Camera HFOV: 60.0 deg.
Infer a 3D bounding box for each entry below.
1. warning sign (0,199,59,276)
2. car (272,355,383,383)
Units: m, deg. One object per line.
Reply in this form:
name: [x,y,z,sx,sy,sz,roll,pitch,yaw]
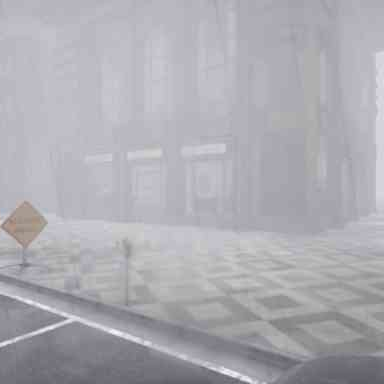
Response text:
warning sign: [-4.514,1.149,9.012,1.060,1.860,1.300,0,0,35]
car: [2.346,1.547,1.402,4.403,1.369,2.008,0,0,35]
